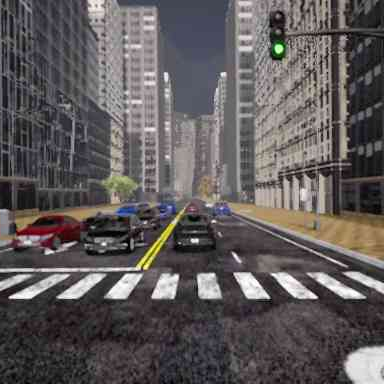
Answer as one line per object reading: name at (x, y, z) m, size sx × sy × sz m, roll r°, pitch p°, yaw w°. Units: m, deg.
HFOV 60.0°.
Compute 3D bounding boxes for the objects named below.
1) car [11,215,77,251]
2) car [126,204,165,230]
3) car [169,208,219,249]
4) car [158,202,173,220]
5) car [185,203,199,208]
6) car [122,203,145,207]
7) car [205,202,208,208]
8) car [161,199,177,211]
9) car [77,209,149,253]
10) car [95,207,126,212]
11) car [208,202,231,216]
car at (-6.575, 1.827, 15.780) m, size 1.812 × 1.442 × 4.674 m, roll -1°, pitch -1°, yaw 2°
car at (-3.309, 1.910, 24.351) m, size 1.837 × 1.490 × 4.892 m, roll -1°, pitch -1°, yaw 0°
car at (0.113, 1.745, 15.811) m, size 1.837 × 1.490 × 4.892 m, roll -1°, pitch -1°, yaw 0°
car at (-3.237, 2.082, 34.171) m, size 1.812 × 1.442 × 4.674 m, roll -1°, pitch -1°, yaw 0°
car at (0.054, 2.247, 46.933) m, size 1.812 × 1.442 × 4.674 m, roll -1°, pitch -1°, yaw 0°
car at (-6.481, 2.068, 34.388) m, size 1.882 × 1.535 × 5.008 m, roll -1°, pitch -1°, yaw 0°
car at (3.409, 2.502, 60.960) m, size 1.895 × 1.301 × 4.718 m, roll -1°, pitch -1°, yaw 1°
car at (-3.202, 1.938, 44.626) m, size 2.150 × 2.045 × 5.566 m, roll -1°, pitch -1°, yaw 0°
car at (-3.328, 1.764, 15.013) m, size 1.837 × 1.490 × 4.892 m, roll -1°, pitch -1°, yaw 0°
car at (-6.552, 2.044, 24.881) m, size 1.895 × 1.301 × 4.718 m, roll -1°, pitch -1°, yaw 0°
car at (3.395, 1.938, 40.171) m, size 2.097 × 1.767 × 4.553 m, roll -1°, pitch -1°, yaw 0°
